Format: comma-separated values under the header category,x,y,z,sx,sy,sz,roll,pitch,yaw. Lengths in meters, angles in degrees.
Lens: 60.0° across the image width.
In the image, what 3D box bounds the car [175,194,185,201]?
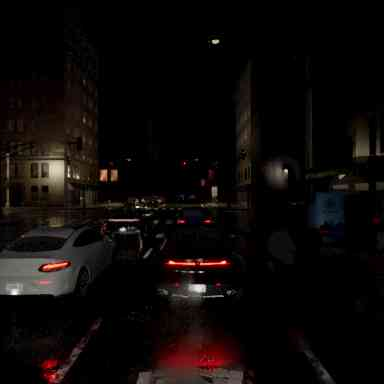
category,x,y,z,sx,sy,sz,roll,pitch,yaw
car,-3.151,1.533,82.832,2.128,1.511,4.902,0,0,0

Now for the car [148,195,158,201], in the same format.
category,x,y,z,sx,sy,sz,roll,pitch,yaw
car,-9.651,1.538,82.813,1.812,1.442,4.674,0,0,0

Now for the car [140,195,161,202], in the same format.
category,x,y,z,sx,sy,sz,roll,pitch,yaw
car,-6.527,1.521,53.010,1.837,1.490,4.892,0,1,0

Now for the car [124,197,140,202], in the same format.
category,x,y,z,sx,sy,sz,roll,pitch,yaw
car,-9.771,1.519,53.412,1.837,1.490,4.892,0,1,0

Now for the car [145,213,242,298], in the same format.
category,x,y,z,sx,sy,sz,roll,pitch,yaw
car,0.102,1.507,8.471,1.837,1.490,4.892,0,0,0

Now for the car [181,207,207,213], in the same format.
category,x,y,z,sx,sy,sz,roll,pitch,yaw
car,0.103,1.532,17.587,1.812,1.442,4.674,0,0,0

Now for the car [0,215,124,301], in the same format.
category,x,y,z,sx,sy,sz,roll,pitch,yaw
car,-3.147,1.528,8.220,1.812,1.442,4.674,0,0,0

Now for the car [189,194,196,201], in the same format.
category,x,y,z,sx,sy,sz,roll,pitch,yaw
car,0.100,1.603,83.274,1.895,1.301,4.718,0,0,0

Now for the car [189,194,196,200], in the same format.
category,x,y,z,sx,sy,sz,roll,pitch,yaw
car,0.112,1.379,93.246,2.033,1.411,5.357,0,0,0

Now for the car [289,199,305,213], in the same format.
category,x,y,z,sx,sy,sz,roll,pitch,yaw
car,13.428,1.689,36.935,4.718,1.301,1.895,0,-1,0

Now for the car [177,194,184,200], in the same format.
category,x,y,z,sx,sy,sz,roll,pitch,yaw
car,-3.138,1.317,93.251,1.882,1.535,5.008,0,0,0

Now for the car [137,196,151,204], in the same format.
category,x,y,z,sx,sy,sz,roll,pitch,yaw
car,-9.676,1.523,67.871,2.128,1.511,4.902,0,0,0

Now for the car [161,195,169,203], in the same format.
category,x,y,z,sx,sy,sz,roll,pitch,yaw
car,-6.420,1.545,68.484,1.812,1.442,4.674,0,1,0

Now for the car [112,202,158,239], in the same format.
category,x,y,z,sx,sy,sz,roll,pitch,yaw
car,-3.131,1.498,17.486,2.128,1.511,4.902,0,0,0
